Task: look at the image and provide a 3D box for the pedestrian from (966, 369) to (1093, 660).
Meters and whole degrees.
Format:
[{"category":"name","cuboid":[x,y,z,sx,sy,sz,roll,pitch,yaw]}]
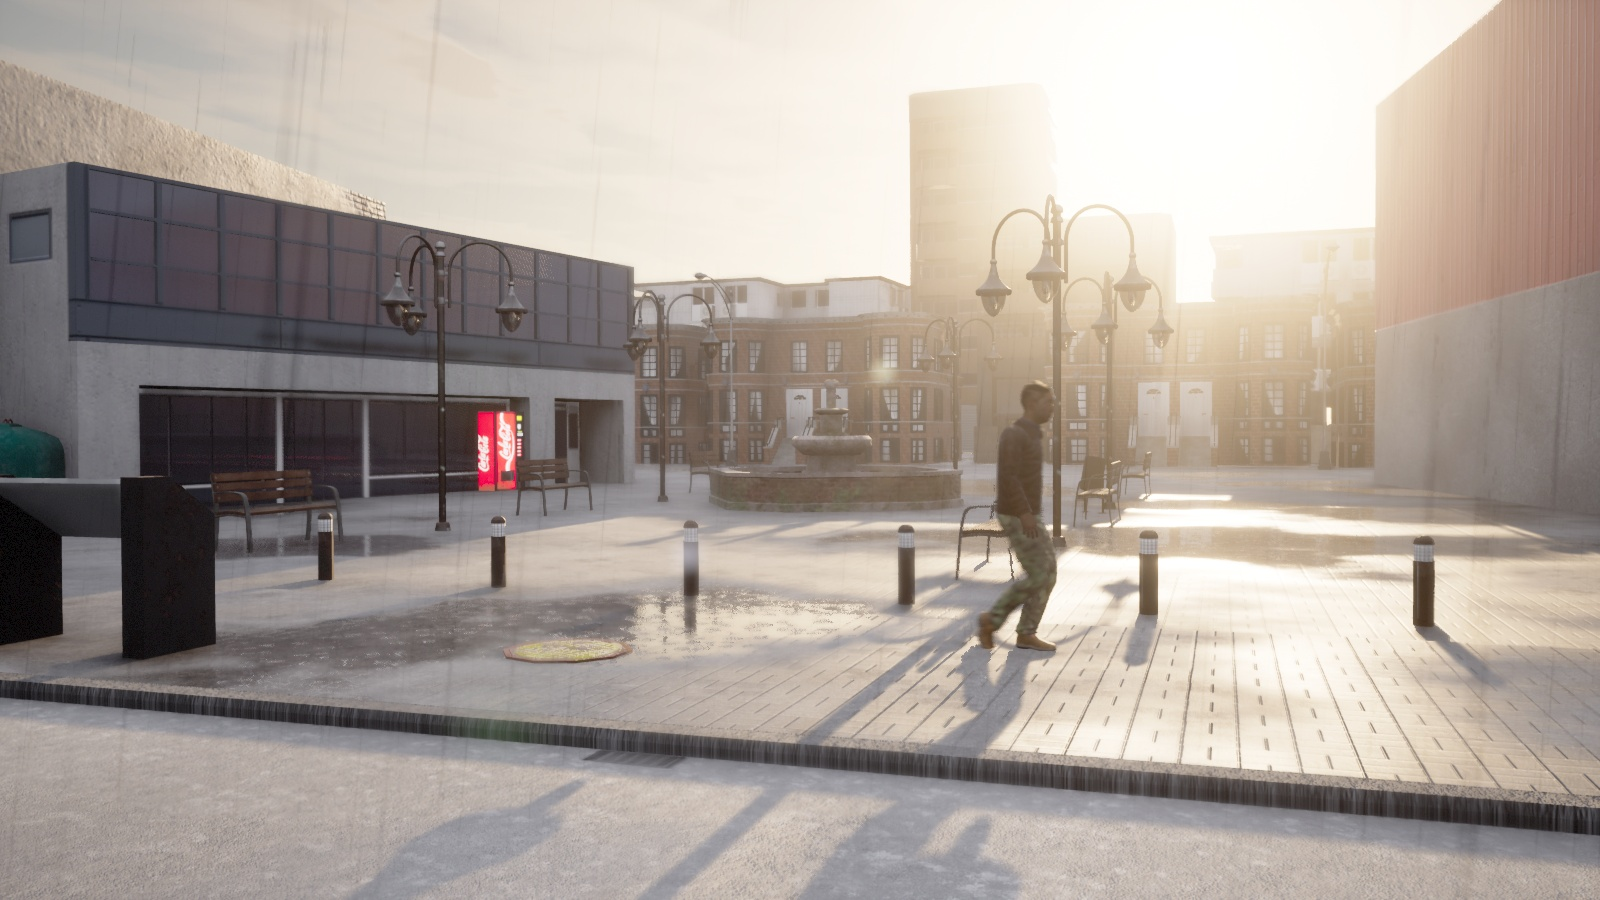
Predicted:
[{"category":"pedestrian","cuboid":[1.518,0.405,8.309,0.703,1.840,0.431,1,1,33]}]
